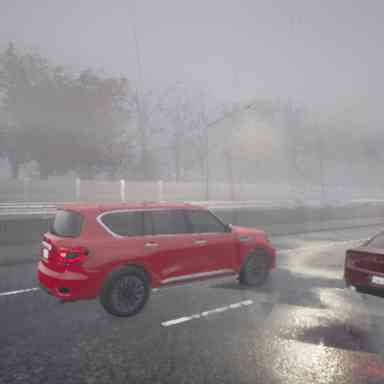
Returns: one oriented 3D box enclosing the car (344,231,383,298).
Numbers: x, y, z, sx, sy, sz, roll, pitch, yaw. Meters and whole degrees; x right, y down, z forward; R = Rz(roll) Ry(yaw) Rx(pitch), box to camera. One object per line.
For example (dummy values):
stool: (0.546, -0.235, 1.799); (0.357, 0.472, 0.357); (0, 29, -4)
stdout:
car: (5.542, 1.527, 7.700); (5.008, 1.535, 1.882); (0, 0, -36)

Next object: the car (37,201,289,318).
car: (-0.508, 1.243, 7.683); (5.566, 2.045, 2.150); (0, 0, -36)

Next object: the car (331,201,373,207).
car: (16.103, 1.684, 32.667); (4.892, 1.490, 1.837); (0, 0, -35)

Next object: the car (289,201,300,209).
car: (12.131, 1.744, 38.432); (4.181, 1.385, 1.994); (0, 0, -35)

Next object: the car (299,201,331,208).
car: (13.823, 1.741, 35.341); (4.181, 1.385, 1.994); (0, 0, -35)
